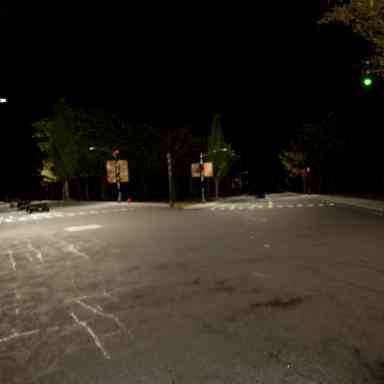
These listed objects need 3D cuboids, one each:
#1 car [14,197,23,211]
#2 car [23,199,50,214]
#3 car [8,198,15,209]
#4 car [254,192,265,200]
[{"bbox_3d":[-22.777,1.744,45.774,1.882,1.535,5.008,-4,2,-32],"label":"car"},{"bbox_3d":[-17.232,1.673,37.111,1.994,1.385,4.181,-4,1,-32],"label":"car"},{"bbox_3d":[-29.830,2.007,56.918,1.812,1.442,4.674,-4,1,-33],"label":"car"},{"bbox_3d":[13.021,0.731,64.072,1.882,1.535,5.008,-3,0,12],"label":"car"}]
